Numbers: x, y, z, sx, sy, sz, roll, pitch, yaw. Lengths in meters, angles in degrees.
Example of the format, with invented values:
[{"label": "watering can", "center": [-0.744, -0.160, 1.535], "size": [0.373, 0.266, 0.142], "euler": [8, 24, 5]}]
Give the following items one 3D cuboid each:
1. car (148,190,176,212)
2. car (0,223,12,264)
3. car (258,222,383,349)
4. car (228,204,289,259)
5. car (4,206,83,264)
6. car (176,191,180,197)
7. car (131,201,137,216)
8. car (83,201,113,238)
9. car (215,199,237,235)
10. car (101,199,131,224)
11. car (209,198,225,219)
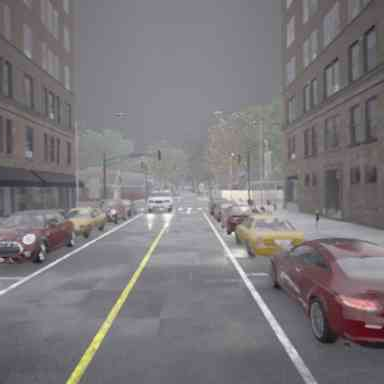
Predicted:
[{"label": "car", "center": [-3.118, 0.858, 33.641], "size": [2.150, 2.045, 5.566], "euler": [-1, 1, -1]}, {"label": "car", "center": [-5.433, 1.548, 5.871], "size": [2.008, 1.369, 4.403], "euler": [-1, 1, -1]}, {"label": "car", "center": [2.591, 1.471, 5.965], "size": [1.802, 1.307, 4.206], "euler": [-1, 1, -1]}, {"label": "car", "center": [2.525, 1.345, 11.653], "size": [1.752, 1.417, 4.829], "euler": [-1, 1, -1]}, {"label": "car", "center": [-5.498, 1.370, 11.387], "size": [1.967, 1.590, 4.097], "euler": [-1, 1, -1]}, {"label": "car", "center": [-4.042, 0.557, 86.335], "size": [1.837, 1.490, 4.892], "euler": [-1, 1, -1]}, {"label": "car", "center": [-5.686, 1.315, 27.944], "size": [1.802, 1.307, 4.206], "euler": [-1, 1, -1]}, {"label": "car", "center": [-5.558, 1.392, 16.736], "size": [1.752, 1.417, 4.829], "euler": [-1, 1, -1]}, {"label": "car", "center": [2.464, 1.301, 17.000], "size": [1.887, 1.381, 4.507], "euler": [-1, 1, -1]}, {"label": "car", "center": [-5.625, 1.239, 22.424], "size": [1.967, 1.590, 4.097], "euler": [-1, 1, -1]}, {"label": "car", "center": [2.401, 1.273, 22.518], "size": [1.802, 1.307, 4.206], "euler": [-1, 1, -1]}]
